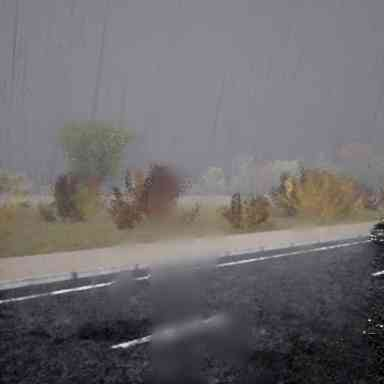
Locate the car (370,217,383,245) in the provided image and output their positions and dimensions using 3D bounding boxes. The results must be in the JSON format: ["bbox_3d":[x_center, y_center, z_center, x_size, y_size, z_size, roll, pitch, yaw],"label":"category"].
[{"bbox_3d":[9.561,1.477,14.226,4.892,1.490,1.837,0,0,-34],"label":"car"}]
